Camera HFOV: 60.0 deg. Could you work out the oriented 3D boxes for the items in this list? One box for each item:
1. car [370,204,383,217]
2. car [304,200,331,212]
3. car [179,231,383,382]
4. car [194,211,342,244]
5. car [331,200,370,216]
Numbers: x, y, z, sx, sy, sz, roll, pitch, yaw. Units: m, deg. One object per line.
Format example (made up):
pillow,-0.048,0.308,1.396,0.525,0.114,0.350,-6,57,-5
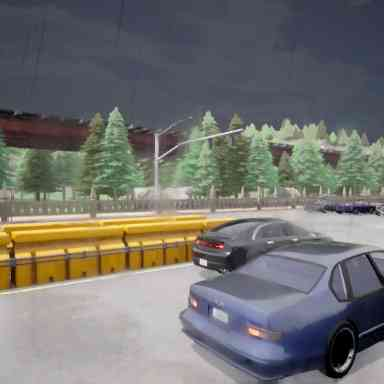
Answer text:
car,18.373,1.526,29.993,4.674,1.442,1.812,0,0,-35
car,14.311,1.547,35.694,5.357,1.411,2.033,0,0,-35
car,2.398,1.547,5.496,5.357,1.411,2.033,0,0,-35
car,2.261,1.505,9.685,4.892,1.490,1.837,0,0,-35
car,16.092,1.601,32.665,4.718,1.301,1.895,0,0,-35
